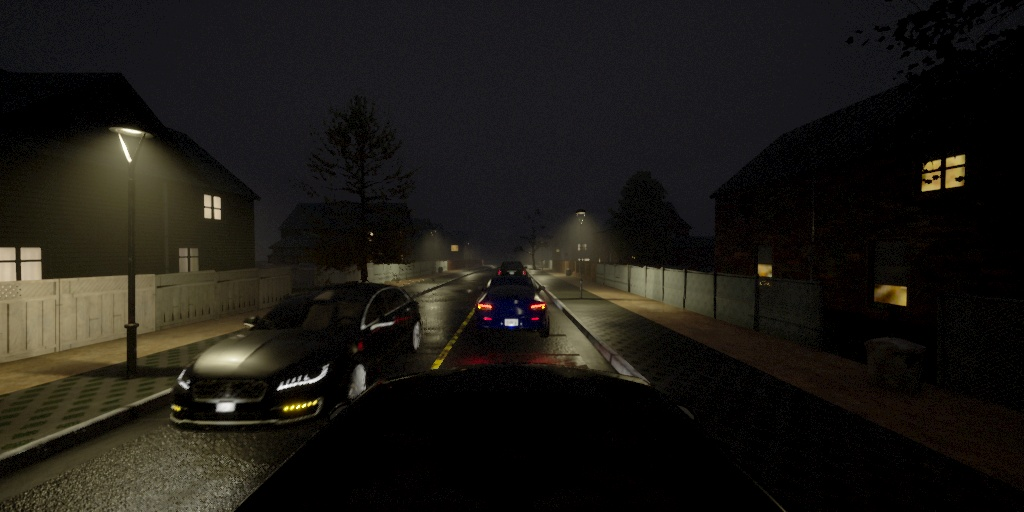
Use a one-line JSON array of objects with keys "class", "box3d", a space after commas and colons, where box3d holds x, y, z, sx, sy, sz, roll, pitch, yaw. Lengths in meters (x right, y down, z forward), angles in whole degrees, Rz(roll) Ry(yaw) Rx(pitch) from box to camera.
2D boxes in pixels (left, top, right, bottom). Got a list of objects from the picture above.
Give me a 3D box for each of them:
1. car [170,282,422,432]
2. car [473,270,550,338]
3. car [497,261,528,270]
[{"class": "car", "box3d": [-2.857, 1.253, 6.001, 1.837, 1.490, 4.892, 0, 0, 0]}, {"class": "car", "box3d": [-0.015, 1.275, 10.072, 1.812, 1.442, 4.674, 0, 0, 0]}, {"class": "car", "box3d": [0.008, 1.122, 24.992, 2.097, 1.767, 4.553, 0, 0, 1]}]
